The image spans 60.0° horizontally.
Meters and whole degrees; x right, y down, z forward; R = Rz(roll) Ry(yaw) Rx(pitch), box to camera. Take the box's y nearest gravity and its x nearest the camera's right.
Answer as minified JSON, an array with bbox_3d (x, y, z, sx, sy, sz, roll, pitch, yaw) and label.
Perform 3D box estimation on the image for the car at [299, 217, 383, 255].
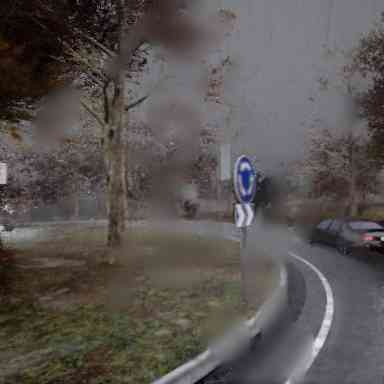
[{"bbox_3d":[6.621,1.795,14.486,2.033,1.411,5.357,0,-1,-7],"label":"car"}]
